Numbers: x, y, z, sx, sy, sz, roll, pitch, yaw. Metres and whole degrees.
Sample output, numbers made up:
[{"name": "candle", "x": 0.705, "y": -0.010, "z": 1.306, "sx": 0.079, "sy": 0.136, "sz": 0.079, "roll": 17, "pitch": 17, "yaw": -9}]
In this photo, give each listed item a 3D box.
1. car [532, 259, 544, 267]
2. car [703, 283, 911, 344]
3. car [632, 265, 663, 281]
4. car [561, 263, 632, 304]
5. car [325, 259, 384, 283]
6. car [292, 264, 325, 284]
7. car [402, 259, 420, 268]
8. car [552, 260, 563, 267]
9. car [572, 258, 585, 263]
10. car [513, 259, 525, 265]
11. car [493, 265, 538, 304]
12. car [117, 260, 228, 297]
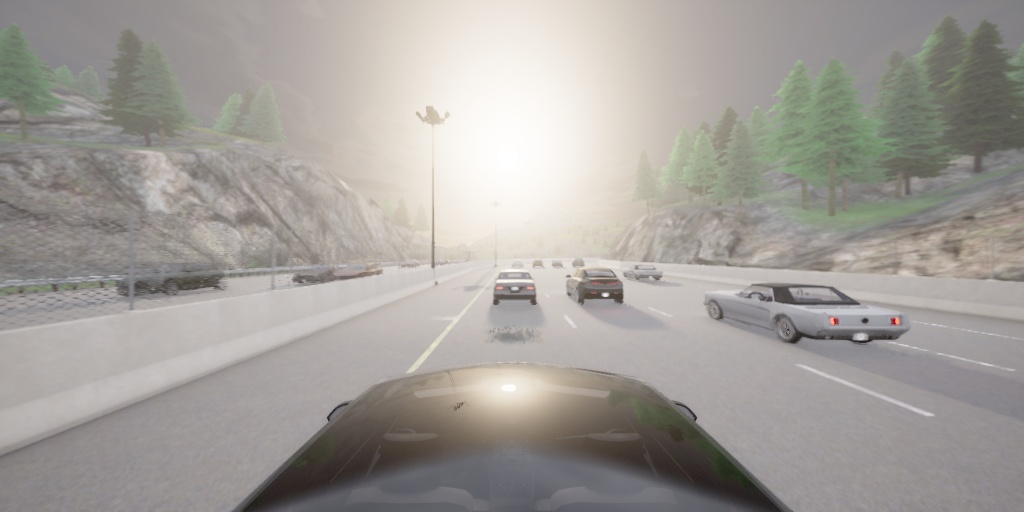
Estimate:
[{"name": "car", "x": 4.719, "y": 1.256, "z": 64.370, "sx": 1.837, "sy": 1.490, "sz": 4.892, "roll": -1, "pitch": 0, "yaw": 7}, {"name": "car", "x": 7.112, "y": 1.355, "z": 9.522, "sx": 1.895, "sy": 1.301, "sz": 4.718, "roll": 0, "pitch": 0, "yaw": 0}, {"name": "car", "x": 10.664, "y": 1.356, "z": 29.743, "sx": 1.895, "sy": 1.301, "sz": 4.718, "roll": 0, "pitch": 0, "yaw": 0}, {"name": "car", "x": 3.632, "y": 1.257, "z": 16.323, "sx": 1.837, "sy": 1.490, "sz": 4.892, "roll": 0, "pitch": 0, "yaw": 0}, {"name": "car", "x": -10.533, "y": 1.221, "z": 24.839, "sx": 1.882, "sy": 1.535, "sz": 5.008, "roll": 0, "pitch": 0, "yaw": 0}, {"name": "car", "x": -14.035, "y": 1.289, "z": 26.868, "sx": 2.033, "sy": 1.411, "sz": 5.357, "roll": 0, "pitch": 0, "yaw": 0}, {"name": "car", "x": -16.909, "y": 1.263, "z": 60.210, "sx": 1.812, "sy": 1.442, "sz": 4.674, "roll": 0, "pitch": 0, "yaw": 4}, {"name": "car", "x": 8.059, "y": 1.354, "z": 64.126, "sx": 1.895, "sy": 1.301, "sz": 4.718, "roll": 0, "pitch": 0, "yaw": 7}, {"name": "car", "x": 11.675, "y": 1.107, "z": 63.465, "sx": 2.097, "sy": 1.767, "sz": 4.553, "roll": 0, "pitch": 0, "yaw": 6}, {"name": "car", "x": 1.215, "y": 1.275, "z": 64.521, "sx": 1.812, "sy": 1.442, "sz": 4.674, "roll": 0, "pitch": 0, "yaw": 6}, {"name": "car", "x": 0.119, "y": 1.298, "z": 16.285, "sx": 2.033, "sy": 1.411, "sz": 5.357, "roll": 0, "pitch": 0, "yaw": 0}, {"name": "car", "x": -17.551, "y": 1.092, "z": 18.840, "sx": 2.097, "sy": 1.767, "sz": 4.553, "roll": 0, "pitch": 0, "yaw": 0}]
